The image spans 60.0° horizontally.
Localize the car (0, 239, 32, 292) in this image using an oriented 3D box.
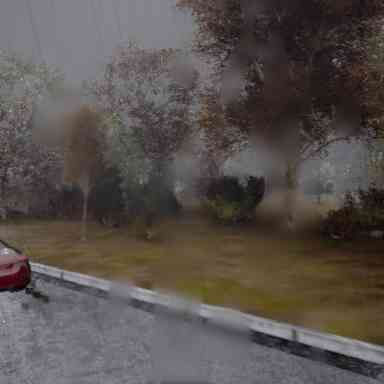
[{"bbox_3d":[-5.549,1.510,7.635,4.181,1.385,1.994,1,0,36],"label":"car"}]
